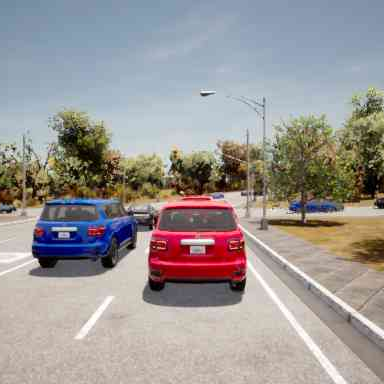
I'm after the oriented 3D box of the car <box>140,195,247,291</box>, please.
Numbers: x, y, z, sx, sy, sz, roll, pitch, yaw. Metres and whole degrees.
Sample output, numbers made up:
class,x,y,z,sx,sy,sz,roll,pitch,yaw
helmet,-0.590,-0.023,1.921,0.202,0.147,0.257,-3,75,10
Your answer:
class,x,y,z,sx,sy,sz,roll,pitch,yaw
car,0.131,1.230,9.195,2.150,2.045,5.566,0,0,0

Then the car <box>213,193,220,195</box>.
class,x,y,z,sx,sy,sz,roll,pitch,yaw
car,0.286,1.260,19.562,2.150,2.045,5.566,0,0,1

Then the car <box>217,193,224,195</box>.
class,x,y,z,sx,sy,sz,roll,pitch,yaw
car,6.220,0.877,78.949,1.812,1.442,4.674,0,3,26

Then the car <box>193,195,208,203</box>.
class,x,y,z,sx,sy,sz,roll,pitch,yaw
car,1.809,1.376,68.931,1.812,1.442,4.674,0,2,21

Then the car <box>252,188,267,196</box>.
class,x,y,z,sx,sy,sz,roll,pitch,yaw
car,17.588,-0.079,85.035,2.150,2.045,5.566,0,3,33

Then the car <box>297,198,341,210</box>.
class,x,y,z,sx,sy,sz,roll,pitch,yaw
car,16.275,1.562,42.850,4.892,1.490,1.837,-1,0,3

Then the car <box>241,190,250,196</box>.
class,x,y,z,sx,sy,sz,roll,pitch,yaw
car,14.273,0.262,86.320,2.128,1.511,4.902,0,3,33

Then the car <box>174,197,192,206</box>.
class,x,y,z,sx,sy,sz,roll,pitch,yaw
car,-1.502,1.662,59.003,1.994,1.385,4.181,0,1,16

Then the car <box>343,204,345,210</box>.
class,x,y,z,sx,sy,sz,roll,pitch,yaw
car,15.745,1.614,39.374,4.181,1.385,1.994,-1,0,4

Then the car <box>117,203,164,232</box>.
class,x,y,z,sx,sy,sz,roll,pitch,yaw
car,-3.163,1.536,21.327,2.128,1.511,4.902,0,0,1

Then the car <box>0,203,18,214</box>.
class,x,y,z,sx,sy,sz,roll,pitch,yaw
car,-22.982,1.815,38.022,5.357,1.411,2.033,-2,0,3

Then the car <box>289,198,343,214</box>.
class,x,y,z,sx,sy,sz,roll,pitch,yaw
car,13.026,1.543,35.838,5.008,1.535,1.882,-1,0,5

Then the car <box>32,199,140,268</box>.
class,x,y,z,sx,sy,sz,roll,pitch,yaw
car,-3.350,1.235,11.475,2.150,2.045,5.566,0,0,1

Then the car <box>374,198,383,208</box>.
class,x,y,z,sx,sy,sz,roll,pitch,yaw
car,26.241,1.060,42.249,5.566,2.045,2.150,-2,0,3
